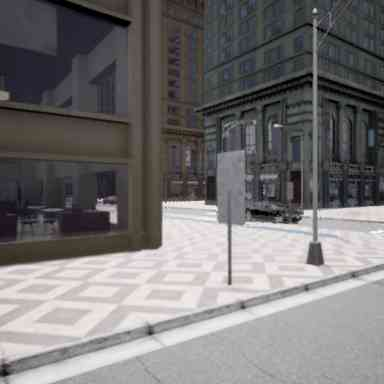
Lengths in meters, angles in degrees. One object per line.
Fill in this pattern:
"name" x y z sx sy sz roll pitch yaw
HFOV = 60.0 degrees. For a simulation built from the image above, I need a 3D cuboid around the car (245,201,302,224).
"car" 5.834 1.465 24.826 1.882 1.535 5.008 0 0 -35
